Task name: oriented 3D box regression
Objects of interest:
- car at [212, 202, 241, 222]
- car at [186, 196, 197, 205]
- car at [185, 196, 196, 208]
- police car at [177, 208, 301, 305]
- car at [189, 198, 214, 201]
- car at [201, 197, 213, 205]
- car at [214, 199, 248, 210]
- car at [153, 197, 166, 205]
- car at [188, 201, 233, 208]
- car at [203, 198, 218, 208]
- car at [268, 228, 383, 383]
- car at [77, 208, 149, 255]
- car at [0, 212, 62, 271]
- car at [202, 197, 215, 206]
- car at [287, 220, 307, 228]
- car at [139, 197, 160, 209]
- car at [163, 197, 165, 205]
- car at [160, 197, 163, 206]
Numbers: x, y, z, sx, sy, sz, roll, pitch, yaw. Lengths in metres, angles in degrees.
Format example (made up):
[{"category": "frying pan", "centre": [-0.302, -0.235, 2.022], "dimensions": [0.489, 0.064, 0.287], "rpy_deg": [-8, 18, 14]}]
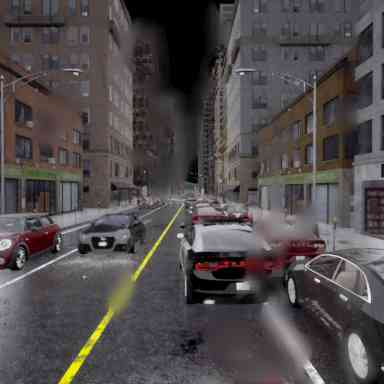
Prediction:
[{"category": "car", "centre": [2.734, 1.546, 27.181], "dimensions": [1.887, 1.381, 4.507], "rpy_deg": [-1, 0, 0]}, {"category": "car", "centre": [-0.040, 1.522, 58.834], "dimensions": [1.837, 1.490, 4.892], "rpy_deg": [0, 0, 0]}, {"category": "car", "centre": [-0.005, 1.501, 47.031], "dimensions": [2.128, 1.511, 4.902], "rpy_deg": [0, 0, 0]}, {"category": "police car", "centre": [0.679, 1.423, 8.311], "dimensions": [1.930, 1.638, 5.238], "rpy_deg": [0, 0, -5]}, {"category": "car", "centre": [0.884, 1.478, 24.262], "dimensions": [1.882, 1.535, 5.008], "rpy_deg": [0, 0, 0]}, {"category": "car", "centre": [2.711, 1.563, 60.213], "dimensions": [1.887, 1.381, 4.507], "rpy_deg": [-1, 0, 0]}, {"category": "car", "centre": [2.736, 1.440, 21.676], "dimensions": [1.967, 1.590, 4.097], "rpy_deg": [-1, 0, 0]}, {"category": "car", "centre": [-5.814, 1.563, 60.207], "dimensions": [1.887, 1.381, 4.507], "rpy_deg": [-1, 0, 0]}, {"category": "car", "centre": [0.888, 1.477, 18.262], "dimensions": [1.882, 1.535, 5.008], "rpy_deg": [0, 0, 0]}, {"category": "car", "centre": [2.719, 1.556, 49.202], "dimensions": [1.887, 1.381, 4.507], "rpy_deg": [-1, 0, 0]}, {"category": "car", "centre": [2.749, 1.550, 5.160], "dimensions": [2.008, 1.369, 4.403], "rpy_deg": [-1, 0, 0]}, {"category": "car", "centre": [-3.009, 1.563, 13.238], "dimensions": [1.994, 1.385, 4.181], "rpy_deg": [0, 0, 0]}, {"category": "car", "centre": [-5.781, 1.439, 10.660], "dimensions": [1.967, 1.590, 4.097], "rpy_deg": [-1, 0, 0]}, {"category": "car", "centre": [2.715, 1.559, 54.707], "dimensions": [1.887, 1.381, 4.507], "rpy_deg": [-1, 0, 0]}, {"category": "car", "centre": [2.745, 1.544, 10.666], "dimensions": [1.887, 1.381, 4.507], "rpy_deg": [-1, 0, 0]}, {"category": "car", "centre": [-5.804, 1.448, 43.691], "dimensions": [1.967, 1.590, 4.097], "rpy_deg": [-1, 0, 0]}, {"category": "car", "centre": [-5.810, 1.565, 54.701], "dimensions": [2.008, 1.369, 4.403], "rpy_deg": [-1, 0, 0]}, {"category": "car", "centre": [-5.806, 1.577, 49.196], "dimensions": [1.947, 1.339, 4.313], "rpy_deg": [-1, 0, 0]}]
